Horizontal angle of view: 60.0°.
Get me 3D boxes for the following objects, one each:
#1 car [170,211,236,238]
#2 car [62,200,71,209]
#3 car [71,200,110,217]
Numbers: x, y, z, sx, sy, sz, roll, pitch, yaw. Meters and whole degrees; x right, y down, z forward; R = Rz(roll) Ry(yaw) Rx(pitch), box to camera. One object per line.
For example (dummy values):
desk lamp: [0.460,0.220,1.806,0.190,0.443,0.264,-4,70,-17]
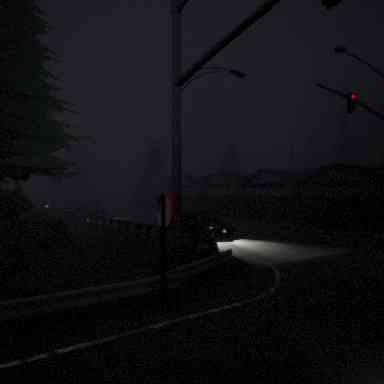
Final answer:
car: [0.464,1.756,18.023,1.994,1.385,4.181,0,0,-35]
car: [-16.701,1.779,47.498,1.895,1.301,4.718,0,0,6]
car: [-9.893,1.739,32.804,2.033,1.411,5.357,0,0,-35]
